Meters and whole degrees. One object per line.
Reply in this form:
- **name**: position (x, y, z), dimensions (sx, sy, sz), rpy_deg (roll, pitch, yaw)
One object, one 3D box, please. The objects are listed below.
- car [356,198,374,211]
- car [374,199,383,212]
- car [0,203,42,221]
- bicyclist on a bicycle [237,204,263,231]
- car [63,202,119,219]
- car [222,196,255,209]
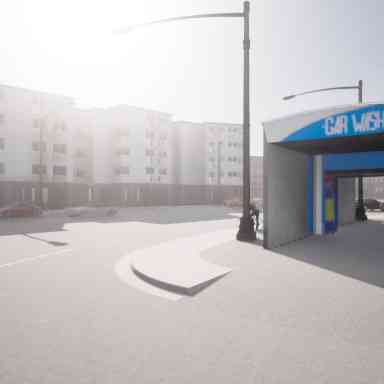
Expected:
- **car**: position (20.987, 1.505, 39.644), dimensions (4.892, 1.490, 1.837), rpy_deg (0, 0, -18)
- **car**: position (22.873, 1.526, 36.575), dimensions (4.674, 1.442, 1.812), rpy_deg (0, 0, -18)
- **car**: position (-14.592, 1.564, 27.341), dimensions (1.994, 1.385, 4.181), rpy_deg (0, 0, 35)
- **bicyclist on a bicycle**: position (3.193, 1.301, 18.294), dimensions (1.656, 1.620, 0.582), rpy_deg (0, 0, 38)
- **car**: position (-8.854, 1.601, 29.355), dimensions (1.895, 1.301, 4.718), rpy_deg (0, 0, 40)
- **car**: position (6.345, 1.351, 45.453), dimensions (4.553, 1.767, 2.097), rpy_deg (0, 0, -25)
